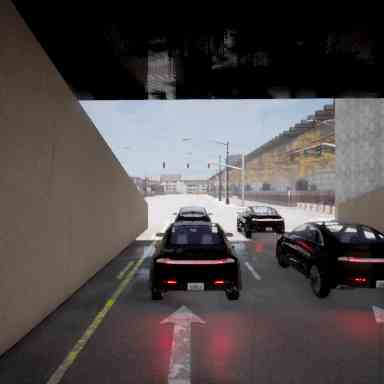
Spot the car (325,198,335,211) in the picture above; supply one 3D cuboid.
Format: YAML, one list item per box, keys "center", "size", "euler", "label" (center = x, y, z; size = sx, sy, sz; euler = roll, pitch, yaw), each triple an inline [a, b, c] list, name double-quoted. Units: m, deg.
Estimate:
- center: [17.316, 1.452, 35.509]
  size: [2.038, 1.542, 4.974]
  euler: [0, 0, -35]
  label: "car"

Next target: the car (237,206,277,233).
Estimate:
- center: [3.539, 1.491, 17.721]
  size: [2.128, 1.511, 4.902]
  euler: [0, 0, 0]
  label: "car"

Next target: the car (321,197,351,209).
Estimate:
- center: [17.442, 1.295, 40.153]
  size: [1.853, 1.218, 4.536]
  euler: [0, 0, 45]
  label: "car"

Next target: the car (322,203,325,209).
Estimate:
- center: [17.405, 1.452, 40.116]
  size: [2.038, 1.542, 4.974]
  euler: [0, 0, 45]
  label: "car"

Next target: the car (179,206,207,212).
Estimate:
- center: [0.041, 1.505, 17.546]
  size: [1.837, 1.490, 4.892]
  euler: [0, 0, 0]
  label: "car"

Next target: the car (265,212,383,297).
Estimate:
- center: [3.559, 1.492, 8.588]
  size: [2.128, 1.511, 4.902]
  euler: [0, 0, 0]
  label: "car"

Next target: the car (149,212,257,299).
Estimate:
- center: [0.063, 1.492, 8.425]
  size: [2.128, 1.511, 4.902]
  euler: [0, 0, 0]
  label: "car"
